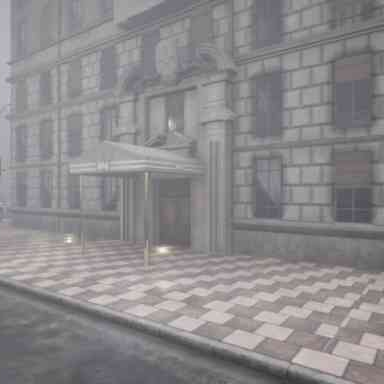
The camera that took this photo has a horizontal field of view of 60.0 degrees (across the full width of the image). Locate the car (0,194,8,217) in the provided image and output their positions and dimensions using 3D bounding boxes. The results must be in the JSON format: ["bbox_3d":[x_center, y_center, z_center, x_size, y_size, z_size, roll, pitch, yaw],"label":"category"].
[{"bbox_3d":[-18.597,1.220,27.916,2.150,2.045,5.566,0,0,35],"label":"car"}]

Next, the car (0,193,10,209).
[{"bbox_3d":[-26.727,1.221,42.715,2.150,2.045,5.566,0,0,35],"label":"car"}]
